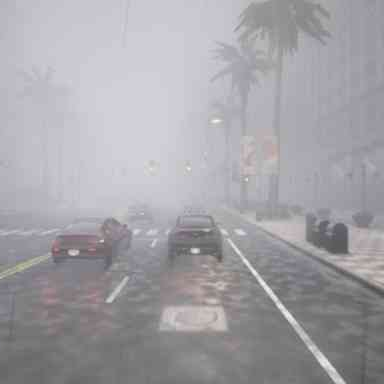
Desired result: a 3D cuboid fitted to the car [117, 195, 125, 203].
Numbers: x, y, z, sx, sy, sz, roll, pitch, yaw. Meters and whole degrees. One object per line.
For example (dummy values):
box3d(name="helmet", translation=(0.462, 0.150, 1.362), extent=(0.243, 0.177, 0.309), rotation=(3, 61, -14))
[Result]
box3d(name="car", translation=(-19.216, 1.985, 84.635), extent=(4.718, 1.301, 1.895), rotation=(0, 0, 41))

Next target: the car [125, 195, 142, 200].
box3d(name="car", translation=(-12.059, 1.818, 68.828), extent=(1.837, 1.490, 4.892), rotation=(0, 0, -20))

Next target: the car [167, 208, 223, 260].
box3d(name="car", translation=(0.118, 1.564, 12.611), extent=(1.837, 1.490, 4.892), rotation=(0, 0, 0))

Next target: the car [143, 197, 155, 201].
box3d(name="car", translation=(-9.347, 1.870, 71.463), extent=(2.033, 1.411, 5.357), rotation=(0, 0, -20))

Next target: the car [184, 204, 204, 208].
box3d(name="car", translation=(0.179, 1.742, 30.497), extent=(1.895, 1.301, 4.718), rotation=(0, 0, 0))

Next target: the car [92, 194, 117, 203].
box3d(name="car", translation=(-21.572, 1.603, 82.050), extent=(5.566, 2.045, 2.150), rotation=(0, 0, 41))

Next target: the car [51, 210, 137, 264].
box3d(name="car", translation=(-3.387, 1.581, 11.870), extent=(1.812, 1.442, 4.674), rotation=(0, 0, 0))

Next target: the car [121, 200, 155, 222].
box3d(name="car", translation=(-4.393, 1.672, 26.935), extent=(2.033, 1.411, 5.357), rotation=(0, 0, -16))
